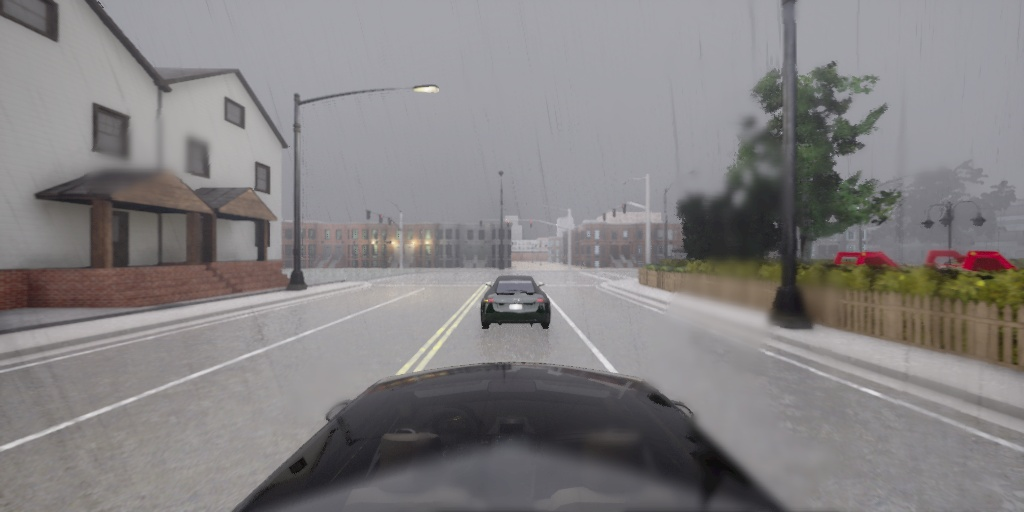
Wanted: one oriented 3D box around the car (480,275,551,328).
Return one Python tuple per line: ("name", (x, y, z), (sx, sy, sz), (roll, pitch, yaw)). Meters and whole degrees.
("car", (0.098, 1.295, 11.345), (1.994, 1.385, 4.181), (0, 0, 0))
